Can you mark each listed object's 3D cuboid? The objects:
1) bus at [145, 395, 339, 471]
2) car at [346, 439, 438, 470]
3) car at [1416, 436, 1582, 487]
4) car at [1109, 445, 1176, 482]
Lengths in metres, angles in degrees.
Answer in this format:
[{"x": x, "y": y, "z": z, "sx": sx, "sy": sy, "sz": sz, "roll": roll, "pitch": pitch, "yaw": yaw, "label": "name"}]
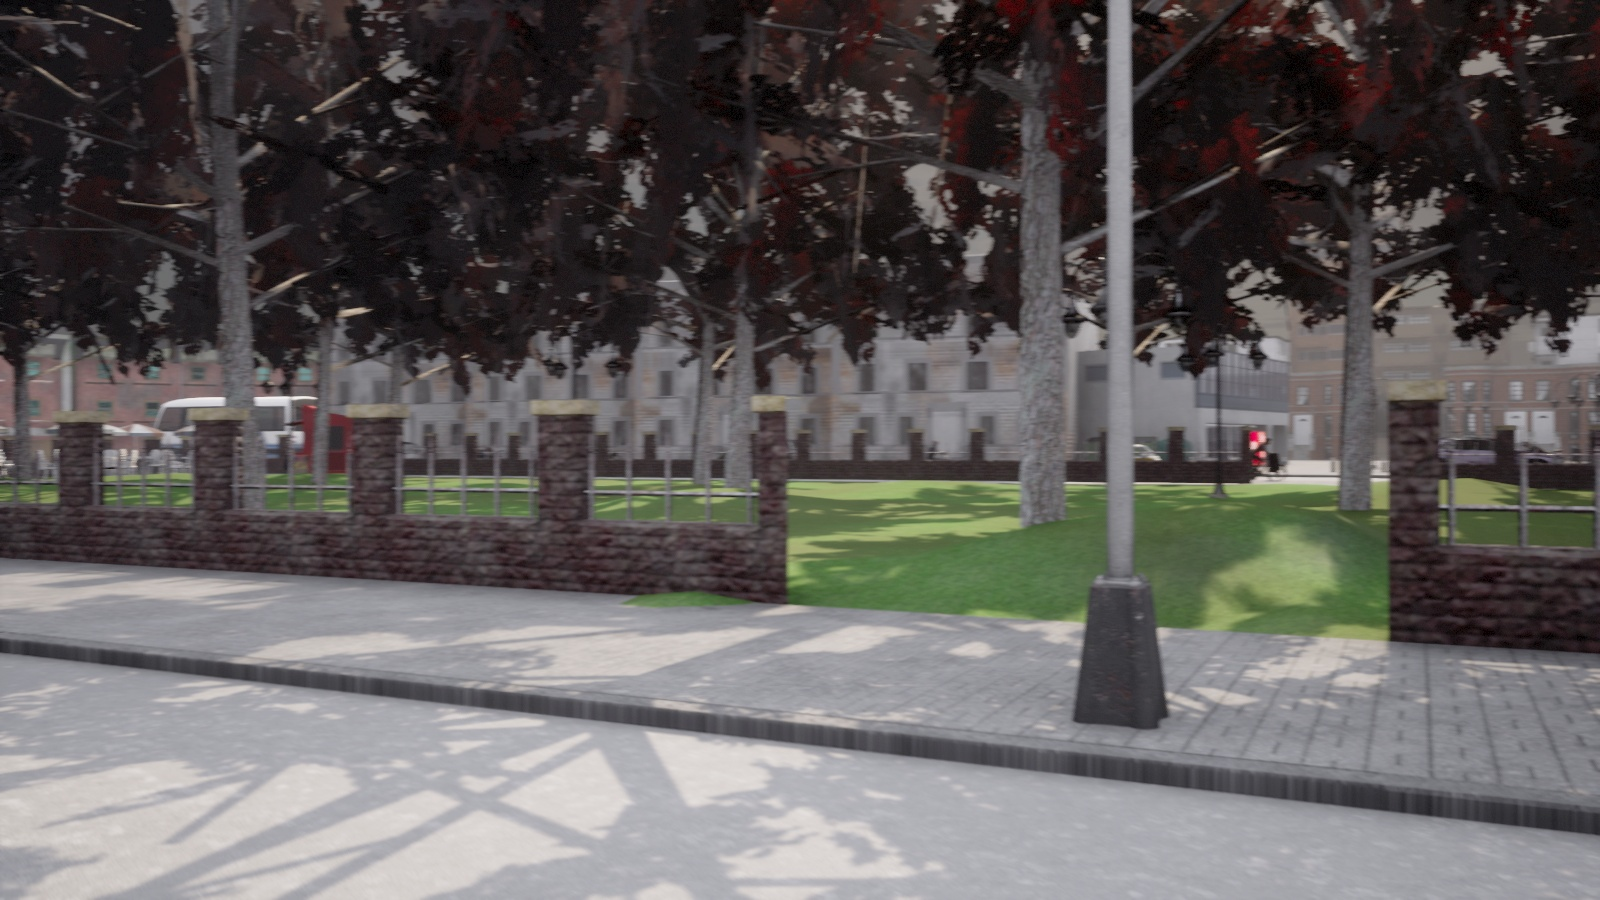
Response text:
[{"x": -32.595, "y": -0.988, "z": 73.396, "sx": 10.273, "sy": 4.253, "sz": 3.944, "roll": 0, "pitch": 1, "yaw": 17, "label": "bus"}, {"x": -22.881, "y": 0.235, "z": 70.403, "sx": 4.611, "sy": 1.667, "sz": 2.242, "roll": 0, "pitch": 0, "yaw": 27, "label": "car"}, {"x": 23.658, "y": 0.375, "z": 42.738, "sx": 4.856, "sy": 1.649, "sz": 2.033, "roll": 0, "pitch": 0, "yaw": 26, "label": "car"}, {"x": 13.112, "y": 0.493, "z": 48.008, "sx": 2.207, "sy": 1.376, "sz": 1.481, "roll": 0, "pitch": 0, "yaw": 27, "label": "car"}]
